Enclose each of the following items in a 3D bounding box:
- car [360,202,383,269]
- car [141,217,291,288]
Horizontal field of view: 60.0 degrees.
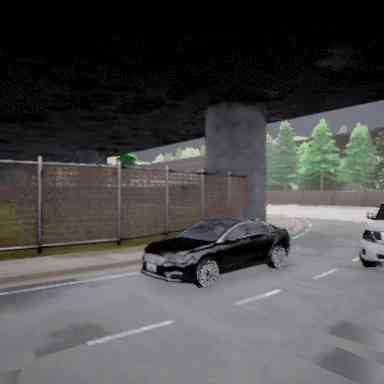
[{"bbox_3d":[7.071,1.223,10.626,2.150,2.045,5.566,0,0,38],"label":"car"},{"bbox_3d":[0.886,1.493,9.369,4.902,1.511,2.128,0,0,-42],"label":"car"}]
